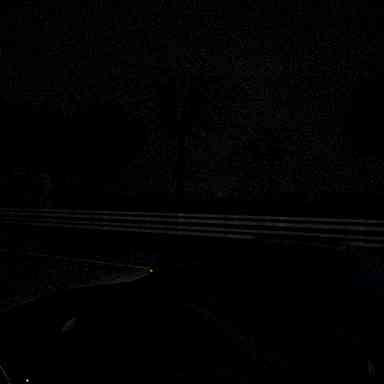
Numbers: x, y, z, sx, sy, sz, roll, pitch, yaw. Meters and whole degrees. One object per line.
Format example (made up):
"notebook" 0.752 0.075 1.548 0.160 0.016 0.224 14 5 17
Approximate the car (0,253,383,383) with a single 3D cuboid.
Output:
"car" -0.364 1.563 3.545 4.181 1.385 1.994 0 0 27

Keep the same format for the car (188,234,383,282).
"car" 1.744 1.548 6.400 5.357 1.411 2.033 0 0 27
